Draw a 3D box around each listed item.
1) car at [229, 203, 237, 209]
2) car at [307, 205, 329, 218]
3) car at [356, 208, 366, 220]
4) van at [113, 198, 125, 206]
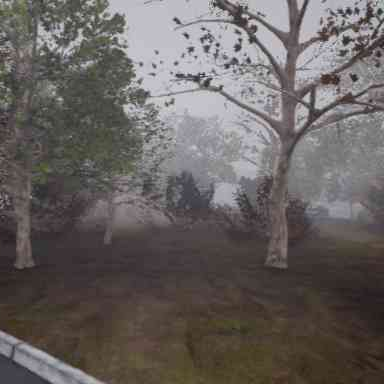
[{"bbox_3d":[5.982,2.261,46.542,2.097,1.535,5.008,0,0,35],"label":"car"},{"bbox_3d":[15.040,2.311,40.122,2.163,1.488,4.792,0,0,35],"label":"car"},{"bbox_3d":[19.653,2.289,37.029,1.946,1.575,5.366,0,0,35],"label":"car"},{"bbox_3d":[-12.038,2.005,59.511,1.878,1.987,4.442,0,0,35],"label":"van"}]
